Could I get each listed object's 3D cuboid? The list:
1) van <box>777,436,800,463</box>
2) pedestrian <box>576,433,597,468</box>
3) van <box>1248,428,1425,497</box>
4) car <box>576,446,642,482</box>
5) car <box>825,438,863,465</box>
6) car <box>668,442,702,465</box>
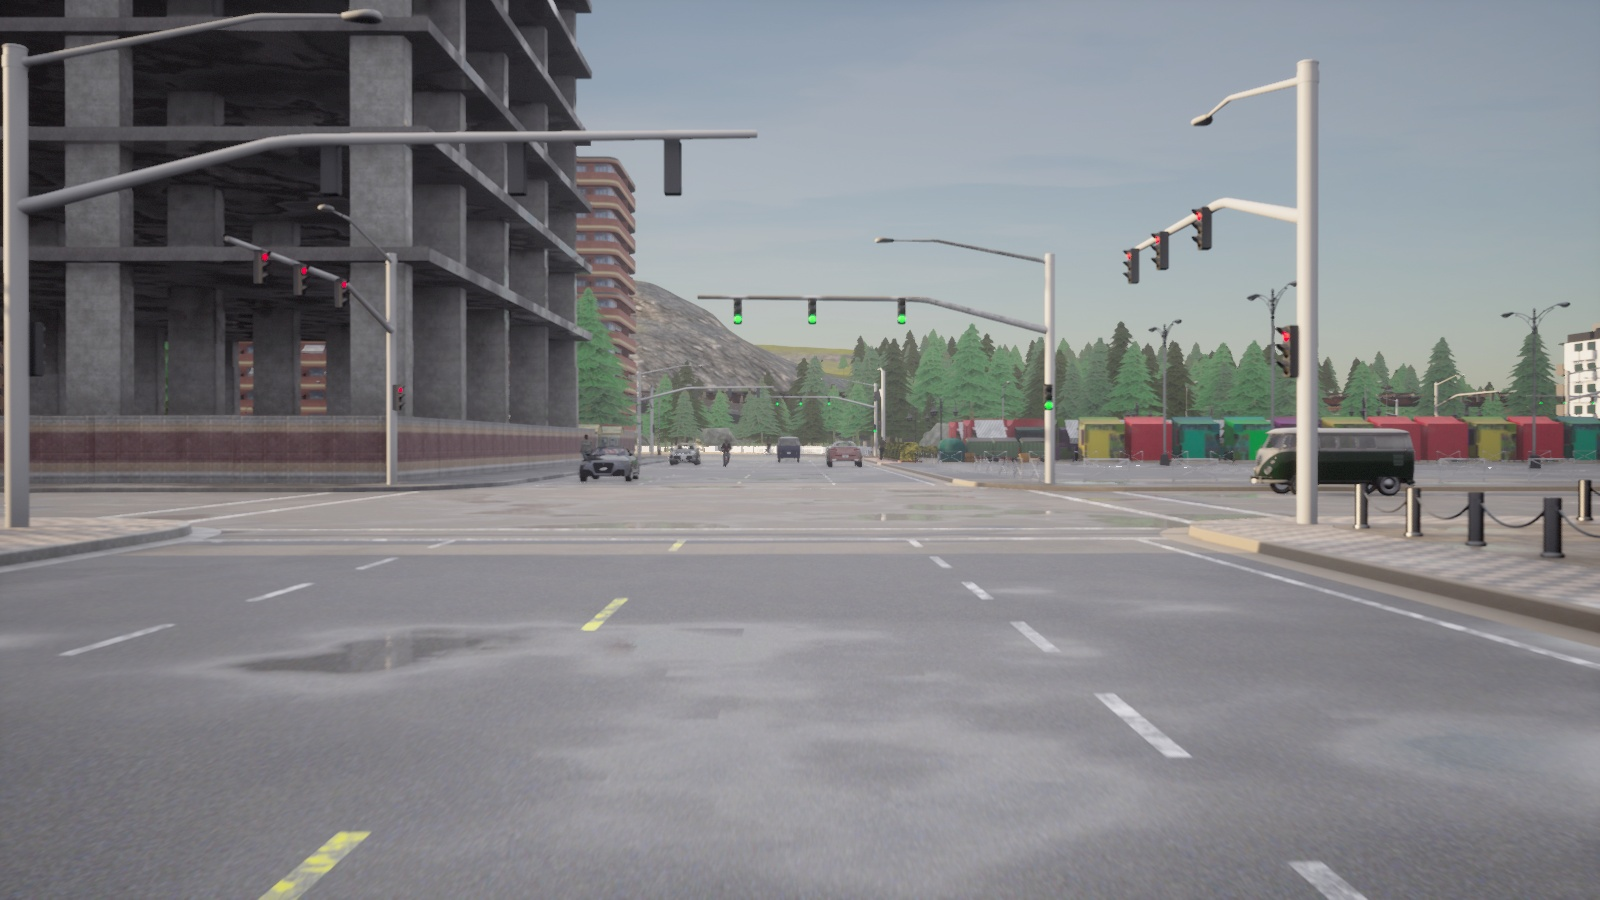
[{"bbox_3d":[-0.874,-0.047,96.862,1.775,1.987,4.442,0,0,0],"label":"van"},{"bbox_3d":[-11.253,0.018,66.321,0.874,1.855,0.900,0,0,7],"label":"pedestrian"},{"bbox_3d":[15.702,0.359,36.924,4.442,1.987,1.775,0,0,0],"label":"van"},{"bbox_3d":[-7.558,0.522,50.052,1.994,1.385,4.181,0,0,0],"label":"car"},{"bbox_3d":[2.747,0.082,79.092,2.152,1.651,5.027,0,0,0],"label":"car"},{"bbox_3d":[-7.795,0.226,85.169,1.970,1.475,3.806,0,0,0],"label":"car"}]
